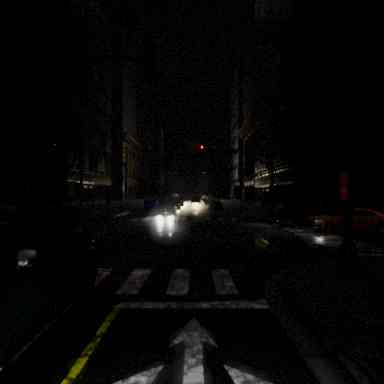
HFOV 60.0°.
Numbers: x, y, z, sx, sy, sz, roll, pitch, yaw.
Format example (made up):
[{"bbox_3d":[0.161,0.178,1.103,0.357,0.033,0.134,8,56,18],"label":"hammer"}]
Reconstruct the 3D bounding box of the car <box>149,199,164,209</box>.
[{"bbox_3d":[-5.341,1.756,50.097,1.802,1.307,4.206,0,0,1],"label":"car"}]

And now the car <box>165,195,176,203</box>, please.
[{"bbox_3d":[-5.007,1.548,78.339,2.192,1.841,5.009,0,0,1],"label":"car"}]

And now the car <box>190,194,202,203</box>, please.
[{"bbox_3d":[0.806,1.726,73.053,1.837,1.490,4.892,0,0,1],"label":"car"}]

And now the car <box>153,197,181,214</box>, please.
[{"bbox_3d":[-2.730,1.627,36.914,2.128,1.511,4.902,0,0,1],"label":"car"}]

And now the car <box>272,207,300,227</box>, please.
[{"bbox_3d":[8.302,1.755,23.909,4.892,1.490,1.837,1,0,6],"label":"car"}]

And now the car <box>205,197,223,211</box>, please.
[{"bbox_3d":[3.117,1.724,44.349,1.947,1.339,4.313,0,0,1],"label":"car"}]

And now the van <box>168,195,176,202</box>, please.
[{"bbox_3d":[-4.941,1.583,83.988,1.690,1.788,3.998,0,0,1],"label":"van"}]

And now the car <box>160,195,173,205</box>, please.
[{"bbox_3d":[-5.140,1.529,67.043,2.192,1.841,5.009,0,0,1],"label":"car"}]

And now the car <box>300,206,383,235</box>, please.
[{"bbox_3d":[9.506,1.713,20.148,5.008,1.535,1.882,1,0,-3],"label":"car"}]

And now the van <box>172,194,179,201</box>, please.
[{"bbox_3d":[-4.808,1.598,95.284,1.690,1.788,3.998,0,0,1],"label":"van"}]

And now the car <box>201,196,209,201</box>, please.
[{"bbox_3d":[3.715,1.807,95.187,2.008,1.369,4.403,0,0,1],"label":"car"}]

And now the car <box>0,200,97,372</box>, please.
[{"bbox_3d":[-3.055,1.243,4.760,2.150,2.045,5.566,0,0,1],"label":"car"}]

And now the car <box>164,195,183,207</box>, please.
[{"bbox_3d":[-2.618,1.641,46.352,1.882,1.535,5.008,0,0,1],"label":"car"}]

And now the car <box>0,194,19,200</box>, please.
[{"bbox_3d":[-15.144,1.156,23.870,5.566,2.045,2.150,1,0,1],"label":"car"}]

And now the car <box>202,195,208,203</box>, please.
[{"bbox_3d":[3.316,1.784,61.295,1.802,1.307,4.206,0,0,1],"label":"car"}]

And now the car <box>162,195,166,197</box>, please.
[{"bbox_3d":[-5.207,1.642,61.394,1.967,1.590,4.097,0,0,1],"label":"car"}]

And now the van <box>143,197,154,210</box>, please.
[{"bbox_3d":[-5.407,1.499,44.449,1.690,1.788,3.998,0,0,1],"label":"van"}]

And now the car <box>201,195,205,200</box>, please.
[{"bbox_3d":[3.450,1.769,72.593,1.887,1.381,4.507,0,0,1],"label":"car"}]

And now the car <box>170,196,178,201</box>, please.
[{"bbox_3d":[-4.875,1.794,89.635,1.887,1.381,4.507,0,0,1],"label":"car"}]

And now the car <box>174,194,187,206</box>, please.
[{"bbox_3d":[-2.483,1.542,56.097,2.097,1.767,4.553,0,0,1],"label":"car"}]
